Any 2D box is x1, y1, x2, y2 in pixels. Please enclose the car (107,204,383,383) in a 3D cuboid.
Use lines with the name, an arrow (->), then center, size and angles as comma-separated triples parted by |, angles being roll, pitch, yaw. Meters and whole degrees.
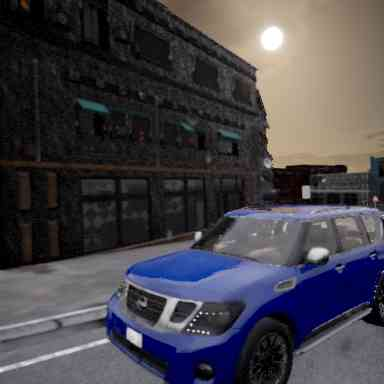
car -> 1.456, 1.259, 5.460 | 5.566, 2.045, 2.150 | 1, -1, -41

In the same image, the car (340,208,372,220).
car -> 21.601, 2.914, 44.037 | 2.033, 1.411, 5.357 | -2, -3, 6
